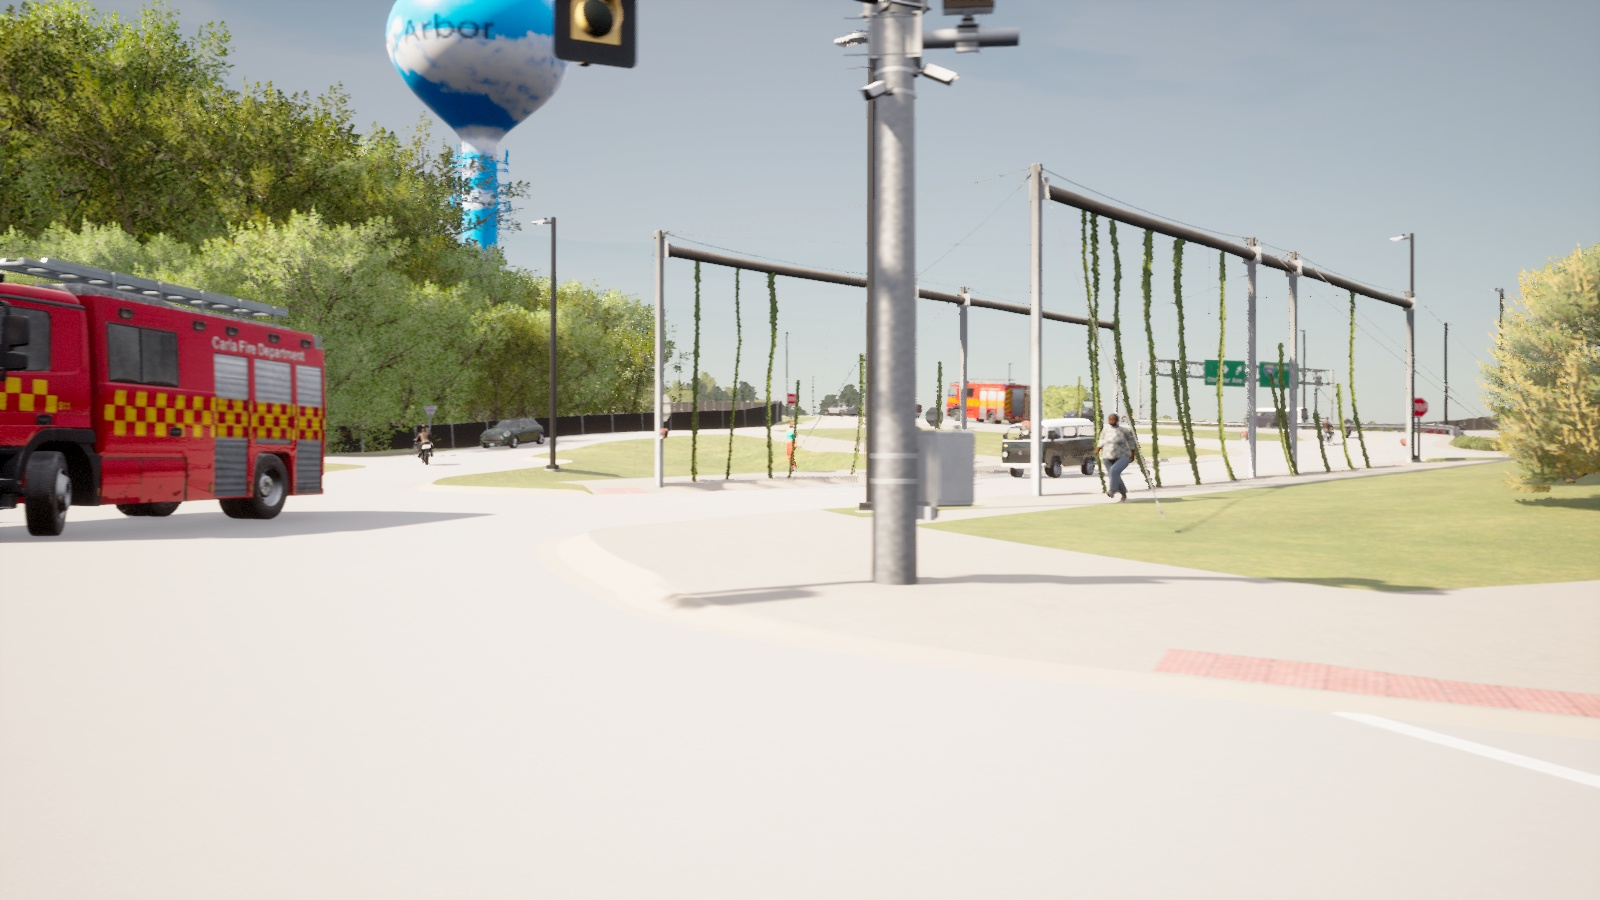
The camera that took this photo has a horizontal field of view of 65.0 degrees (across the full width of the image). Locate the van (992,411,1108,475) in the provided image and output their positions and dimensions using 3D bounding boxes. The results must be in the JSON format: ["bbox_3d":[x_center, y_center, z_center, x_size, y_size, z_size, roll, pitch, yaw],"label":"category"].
[{"bbox_3d":[8.919,-0.270,44.570,2.069,2.038,4.480,-2,2,40],"label":"van"}]

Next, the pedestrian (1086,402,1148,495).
[{"bbox_3d":[6.461,-0.025,25.604,0.874,1.855,0.900,-1,-1,41],"label":"pedestrian"}]

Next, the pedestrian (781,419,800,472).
[{"bbox_3d":[-0.333,-0.156,44.321,0.345,1.836,0.594,-1,-1,43],"label":"pedestrian"}]

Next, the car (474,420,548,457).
[{"bbox_3d":[-17.138,-0.707,74.718,2.097,1.767,4.553,-1,5,18],"label":"car"}]

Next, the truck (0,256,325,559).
[{"bbox_3d":[-10.951,-0.506,19.428,2.891,3.827,8.468,-1,0,9],"label":"truck"}]

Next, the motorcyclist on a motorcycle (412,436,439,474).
[{"bbox_3d":[-15.448,0.189,51.720,0.797,1.523,2.044,-3,2,-22],"label":"motorcyclist on a motorcycle"}]
